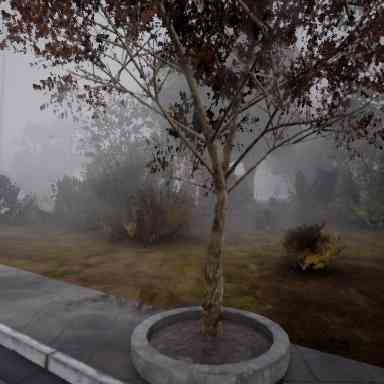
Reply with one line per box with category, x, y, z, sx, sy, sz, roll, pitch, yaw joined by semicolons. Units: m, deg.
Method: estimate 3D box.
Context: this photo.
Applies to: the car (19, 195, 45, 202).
car;-22.104;1.174;44.204;1.837;1.490;4.892;1;0;32
